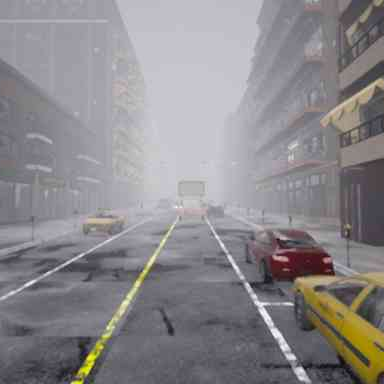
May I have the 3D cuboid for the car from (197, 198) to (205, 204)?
[{"bbox_3d":[2.524,2.549,92.416,1.967,1.590,4.097,1,-1,0],"label":"car"}]

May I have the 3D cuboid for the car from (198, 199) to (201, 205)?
[{"bbox_3d":[2.540,2.206,59.232,1.887,1.381,4.507,1,-1,0],"label":"car"}]

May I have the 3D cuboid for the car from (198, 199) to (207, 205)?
[{"bbox_3d":[2.523,2.497,81.353,1.887,1.381,4.507,1,-1,0],"label":"car"}]

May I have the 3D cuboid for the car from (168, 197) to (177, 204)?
[{"bbox_3d":[-5.361,2.425,92.472,2.192,1.841,5.009,1,-1,0],"label":"car"}]

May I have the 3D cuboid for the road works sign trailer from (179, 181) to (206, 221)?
[{"bbox_3d":[-0.042,0.762,30.786,2.380,3.560,2.880,0,0,0],"label":"road works sign trailer"}]

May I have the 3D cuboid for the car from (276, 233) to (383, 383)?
[{"bbox_3d":[2.583,1.566,4.104,1.752,1.417,4.829,2,-1,0],"label":"car"}]

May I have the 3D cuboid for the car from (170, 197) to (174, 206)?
[{"bbox_3d":[-5.338,2.047,64.823,2.192,1.841,5.009,2,-1,0],"label":"car"}]

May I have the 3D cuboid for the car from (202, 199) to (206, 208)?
[{"bbox_3d":[2.553,1.984,42.813,1.752,1.417,4.829,1,-1,0],"label":"car"}]

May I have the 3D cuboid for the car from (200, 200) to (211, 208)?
[{"bbox_3d":[2.535,2.282,64.763,2.008,1.369,4.403,1,-1,0],"label":"car"}]

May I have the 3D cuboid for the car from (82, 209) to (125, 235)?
[{"bbox_3d":[-5.309,1.732,20.414,1.752,1.417,4.829,2,-1,0],"label":"car"}]

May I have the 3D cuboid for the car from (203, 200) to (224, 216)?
[{"bbox_3d":[2.557,1.937,37.111,1.887,1.381,4.507,1,-1,0],"label":"car"}]

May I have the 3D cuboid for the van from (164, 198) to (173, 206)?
[{"bbox_3d":[-5.348,2.218,75.880,1.690,1.788,3.998,2,-1,0],"label":"van"}]

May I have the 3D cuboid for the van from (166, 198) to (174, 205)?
[{"bbox_3d":[-5.353,2.294,81.412,1.690,1.788,3.998,1,-1,0],"label":"van"}]

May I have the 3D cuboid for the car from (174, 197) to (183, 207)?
[{"bbox_3d":[-2.803,2.335,71.062,2.128,1.511,4.902,0,-1,0],"label":"car"}]

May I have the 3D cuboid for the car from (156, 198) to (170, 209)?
[{"bbox_3d":[-5.340,2.185,59.119,1.752,1.417,4.829,2,-1,0],"label":"car"}]

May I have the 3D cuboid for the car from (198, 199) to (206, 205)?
[{"bbox_3d":[2.519,2.574,86.883,1.887,1.381,4.507,1,-1,0],"label":"car"}]

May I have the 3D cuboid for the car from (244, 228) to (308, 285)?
[{"bbox_3d":[2.578,1.676,9.463,1.802,1.307,4.206,1,-1,0],"label":"car"}]
